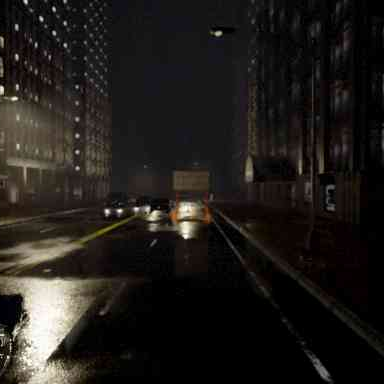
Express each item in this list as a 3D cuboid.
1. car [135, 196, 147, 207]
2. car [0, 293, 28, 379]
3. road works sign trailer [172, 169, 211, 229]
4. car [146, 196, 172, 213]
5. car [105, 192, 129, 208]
[{"bbox_3d":[-6.633,1.240,45.994,1.882,1.535,5.008,0,0,0],"label":"car"},{"bbox_3d":[-3.152,1.588,2.384,1.895,1.301,4.718,0,0,0],"label":"car"},{"bbox_3d":[-0.017,0.357,20.709,2.380,3.560,2.880,0,0,1],"label":"road works sign trailer"},{"bbox_3d":[-3.188,1.300,34.403,1.882,1.535,5.008,0,1,0],"label":"car"},{"bbox_3d":[-9.885,0.992,44.081,2.150,2.045,5.566,0,1,0],"label":"car"}]
